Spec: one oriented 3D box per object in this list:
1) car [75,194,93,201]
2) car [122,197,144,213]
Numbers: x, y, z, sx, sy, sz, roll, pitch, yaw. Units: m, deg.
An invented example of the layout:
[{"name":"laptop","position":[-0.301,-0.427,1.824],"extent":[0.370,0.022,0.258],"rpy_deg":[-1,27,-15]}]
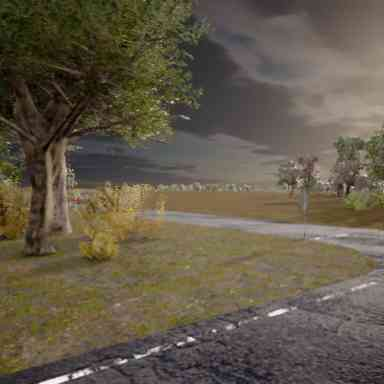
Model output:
[{"name":"car","position":[-16.036,1.025,49.657],"extent":[2.097,1.767,4.553],"rpy_deg":[0,0,-35]},{"name":"car","position":[-7.025,1.358,36.656],"extent":[2.097,1.767,4.553],"rpy_deg":[0,0,-35]}]
